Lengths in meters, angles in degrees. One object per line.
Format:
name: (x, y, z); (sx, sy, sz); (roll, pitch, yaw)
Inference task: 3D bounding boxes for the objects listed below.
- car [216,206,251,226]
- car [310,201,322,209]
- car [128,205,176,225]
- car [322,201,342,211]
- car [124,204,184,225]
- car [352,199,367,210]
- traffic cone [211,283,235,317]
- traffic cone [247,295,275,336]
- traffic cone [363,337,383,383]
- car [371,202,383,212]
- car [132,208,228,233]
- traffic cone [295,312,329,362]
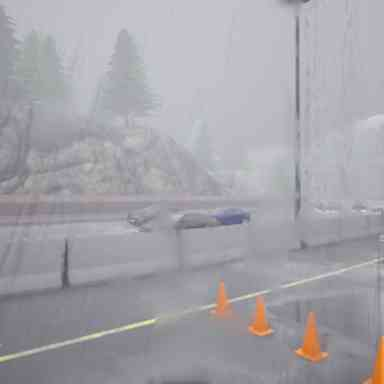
car: (2.342, 1.823, 24.645); (5.008, 1.535, 1.882); (1, -1, -43)
car: (22.922, 2.374, 60.947); (2.128, 1.511, 4.902); (0, -1, 31)
car: (-2.402, 1.851, 25.105); (4.892, 1.490, 1.837); (1, -1, -41)
car: (23.831, 2.294, 55.703); (2.128, 1.511, 4.902); (0, -1, 33)
car: (-3.214, 1.878, 29.040); (5.008, 1.535, 1.882); (1, -1, -42)
car: (29.124, 2.185, 57.694); (2.097, 1.767, 4.553); (0, -1, 31)
traffic cone: (0.591, 2.048, 6.421); (0.340, 0.580, 0.340); (1, -1, -34)
traffic cone: (1.153, 2.037, 5.594); (0.340, 0.580, 0.340); (1, -1, -34)
traffic cone: (2.276, 2.015, 3.939); (0.340, 0.580, 0.340); (1, -1, -34)
car: (27.835, 2.238, 49.041); (1.812, 1.442, 4.674); (0, -1, 34)
car: (-0.536, 1.770, 17.516); (4.674, 1.442, 1.812); (1, -1, -40)
traffic cone: (1.714, 2.026, 4.766); (0.340, 0.580, 0.340); (1, -1, -34)
